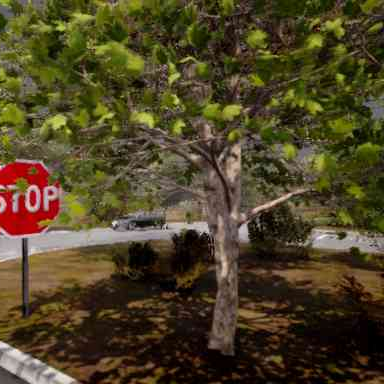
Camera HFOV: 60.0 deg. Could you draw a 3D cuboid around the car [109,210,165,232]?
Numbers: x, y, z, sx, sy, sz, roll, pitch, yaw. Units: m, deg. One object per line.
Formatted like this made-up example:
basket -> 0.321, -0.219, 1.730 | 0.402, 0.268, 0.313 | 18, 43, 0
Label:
car -> -4.123, 2.171, 25.514 | 2.128, 1.511, 4.902 | -2, -3, 35
